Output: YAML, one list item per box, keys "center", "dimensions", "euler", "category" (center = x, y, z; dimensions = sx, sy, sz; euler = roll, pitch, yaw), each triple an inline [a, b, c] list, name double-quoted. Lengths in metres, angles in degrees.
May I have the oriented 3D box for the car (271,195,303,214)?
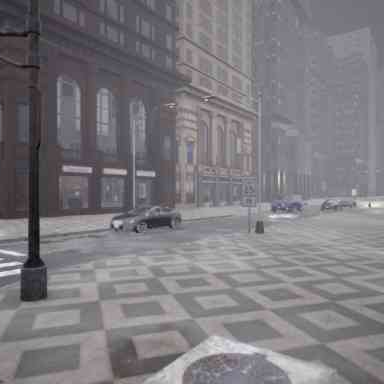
- center: [11.013, 1.338, 38.384]
  dimensions: [2.150, 2.045, 5.566]
  euler: [0, 0, 36]
  category: "car"

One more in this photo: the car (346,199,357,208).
- center: [23.760, 1.703, 50.747]
  dimensions: [2.033, 1.411, 5.357]
  euler: [0, 0, 36]
  category: "car"

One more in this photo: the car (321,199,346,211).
- center: [17.858, 1.656, 42.502]
  dimensions: [1.812, 1.442, 4.674]
  euler: [0, 0, 36]
  category: "car"

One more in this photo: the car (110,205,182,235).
- center: [-2.547, 1.540, 19.482]
  dimensions: [2.128, 1.511, 4.902]
  euler: [0, 0, 36]
  category: "car"
